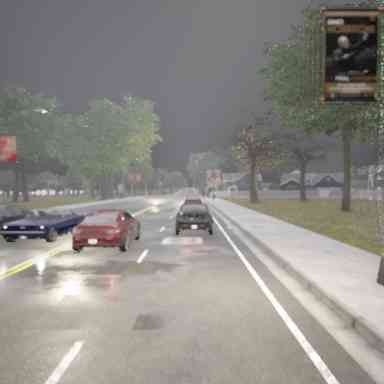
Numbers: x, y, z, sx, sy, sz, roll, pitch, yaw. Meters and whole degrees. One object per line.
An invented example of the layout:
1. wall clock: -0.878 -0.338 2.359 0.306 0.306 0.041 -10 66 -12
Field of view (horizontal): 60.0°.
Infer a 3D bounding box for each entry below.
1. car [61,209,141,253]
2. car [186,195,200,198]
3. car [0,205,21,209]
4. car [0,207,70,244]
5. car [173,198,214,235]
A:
1. car: -3.147 1.375 12.852 1.812 1.442 4.674 0 1 0
2. car: 0.107 1.081 35.858 1.882 1.535 5.008 0 1 0
3. car: -9.747 1.354 16.730 2.033 1.411 5.357 0 1 0
4. car: -6.517 1.426 15.060 1.895 1.301 4.718 0 1 1
5. car: 0.103 1.303 17.466 1.837 1.490 4.892 0 1 0
